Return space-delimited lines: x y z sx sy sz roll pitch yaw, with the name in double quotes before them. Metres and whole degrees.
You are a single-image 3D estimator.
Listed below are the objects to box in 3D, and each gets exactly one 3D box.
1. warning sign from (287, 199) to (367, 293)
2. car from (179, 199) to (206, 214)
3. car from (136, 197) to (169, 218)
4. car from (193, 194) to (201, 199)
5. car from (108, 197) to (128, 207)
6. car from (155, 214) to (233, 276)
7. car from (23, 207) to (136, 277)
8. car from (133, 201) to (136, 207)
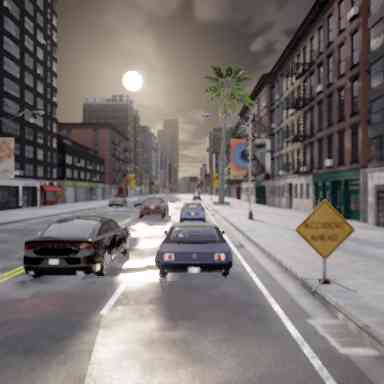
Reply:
"warning sign" 2.846 1.089 7.163 1.300 1.860 1.060 0 0 0
"car" 0.061 1.460 24.099 2.033 1.411 5.357 0 0 0
"car" -3.171 1.248 28.749 2.097 1.767 4.553 0 0 0
"car" 1.125 1.261 77.161 1.812 1.442 4.674 0 0 0
"car" -9.843 1.390 44.741 2.033 1.411 5.357 0 0 0
"car" 0.070 1.563 10.132 1.895 1.301 4.718 0 0 0
"car" -3.183 1.440 10.159 1.882 1.535 5.008 0 1 0
"car" -6.596 1.390 44.708 2.033 1.411 5.357 0 0 0
